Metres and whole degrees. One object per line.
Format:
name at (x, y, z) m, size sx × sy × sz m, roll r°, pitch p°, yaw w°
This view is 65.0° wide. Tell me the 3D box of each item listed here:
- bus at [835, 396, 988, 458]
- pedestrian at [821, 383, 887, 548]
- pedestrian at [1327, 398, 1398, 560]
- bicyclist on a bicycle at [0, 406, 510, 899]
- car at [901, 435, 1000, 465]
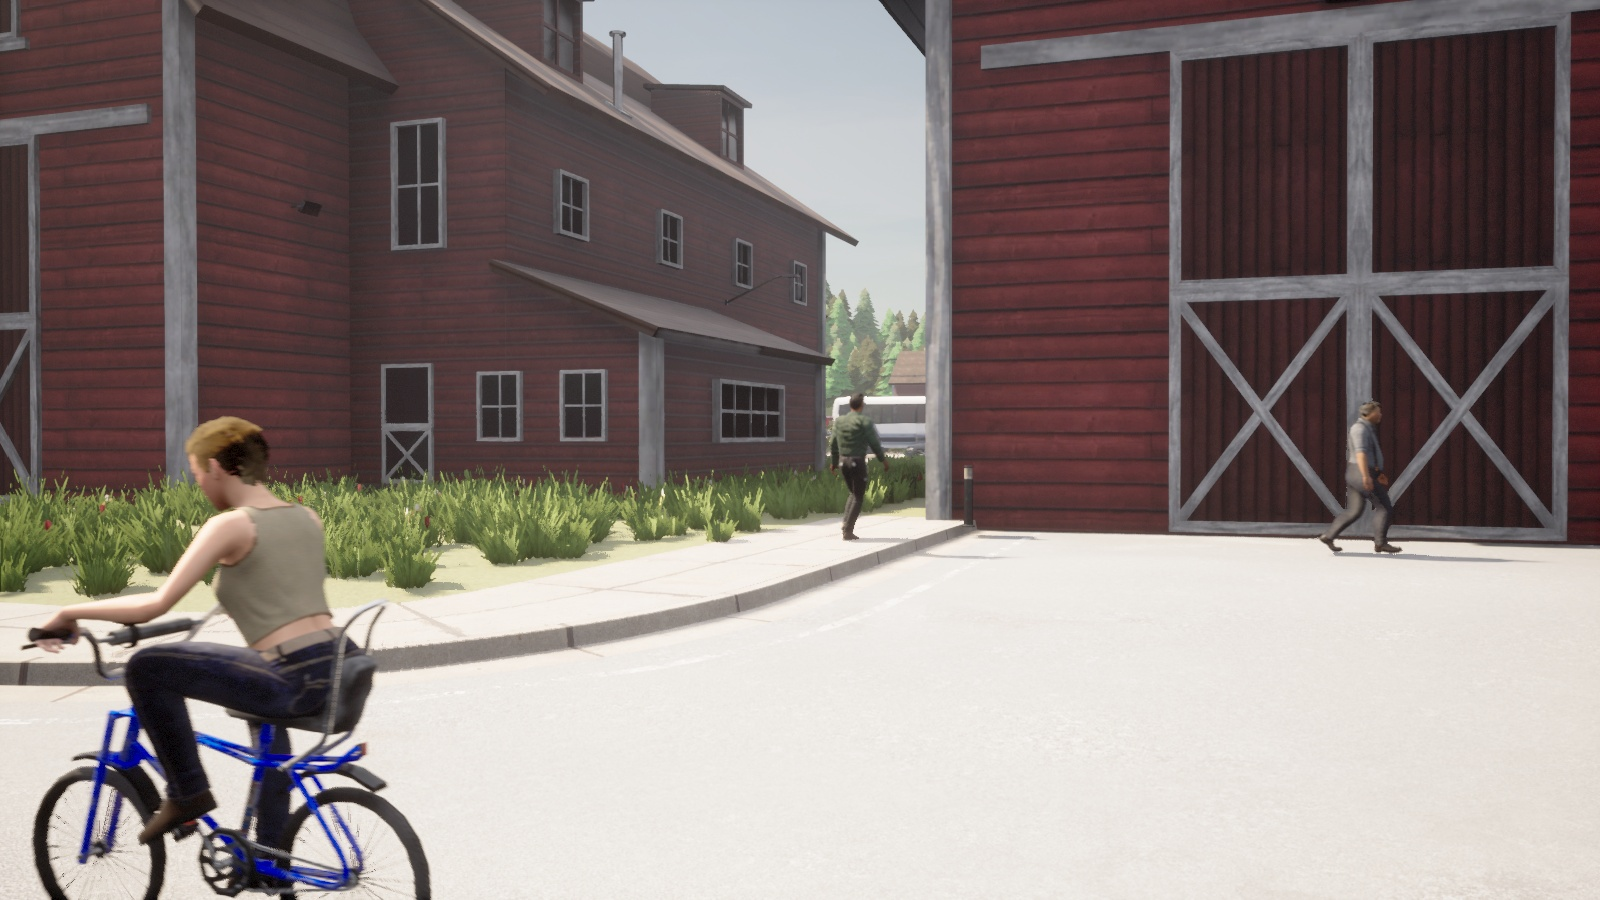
bus at (8.029, -1.676, 90.495) m, size 10.273 × 4.253 × 3.944 m, roll 1°, pitch 1°, yaw 19°
pedestrian at (0.656, 0.174, 15.264) m, size 0.423 × 1.949 × 0.788 m, roll 1°, pitch 1°, yaw 36°
pedestrian at (6.586, 0.324, 14.691) m, size 0.694 × 1.848 × 0.540 m, roll 1°, pitch 1°, yaw 29°
bicyclist on a bicycle at (-1.781, 0.695, 3.786) m, size 1.509 × 1.612 × 0.866 m, roll -1°, pitch 1°, yaw 19°
car at (8.011, -0.028, 66.863) m, size 4.902 × 1.511 × 2.128 m, roll 1°, pitch 1°, yaw 19°
